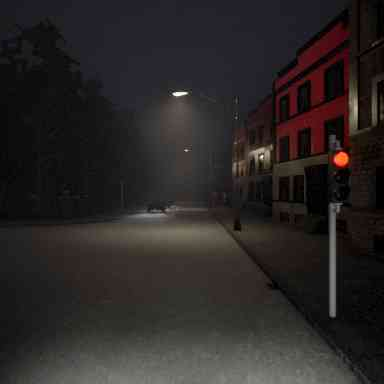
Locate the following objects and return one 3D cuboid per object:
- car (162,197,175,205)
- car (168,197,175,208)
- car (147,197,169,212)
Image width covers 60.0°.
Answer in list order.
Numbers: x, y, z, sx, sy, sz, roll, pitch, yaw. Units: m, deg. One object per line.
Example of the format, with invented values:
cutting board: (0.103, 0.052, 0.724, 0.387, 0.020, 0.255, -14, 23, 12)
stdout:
car: (-4.005, 1.601, 58.039, 1.895, 1.301, 4.718, 0, 0, 0)
car: (-4.039, 1.491, 48.023, 2.128, 1.511, 4.902, 0, 0, 0)
car: (-4.055, 1.601, 38.645, 1.895, 1.301, 4.718, 0, 0, 0)
